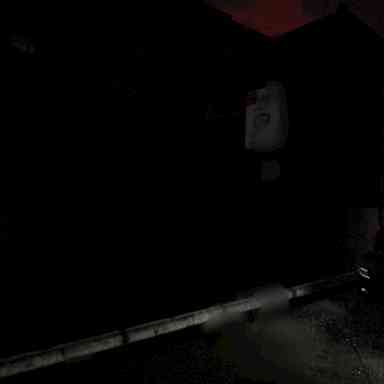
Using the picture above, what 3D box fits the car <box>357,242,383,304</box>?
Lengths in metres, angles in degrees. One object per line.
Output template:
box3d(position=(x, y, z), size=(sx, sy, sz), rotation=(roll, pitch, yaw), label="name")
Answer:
box3d(position=(5.643, 1.562, 7.422), size=(5.008, 1.535, 1.882), rotation=(1, 0, -36), label="car")
